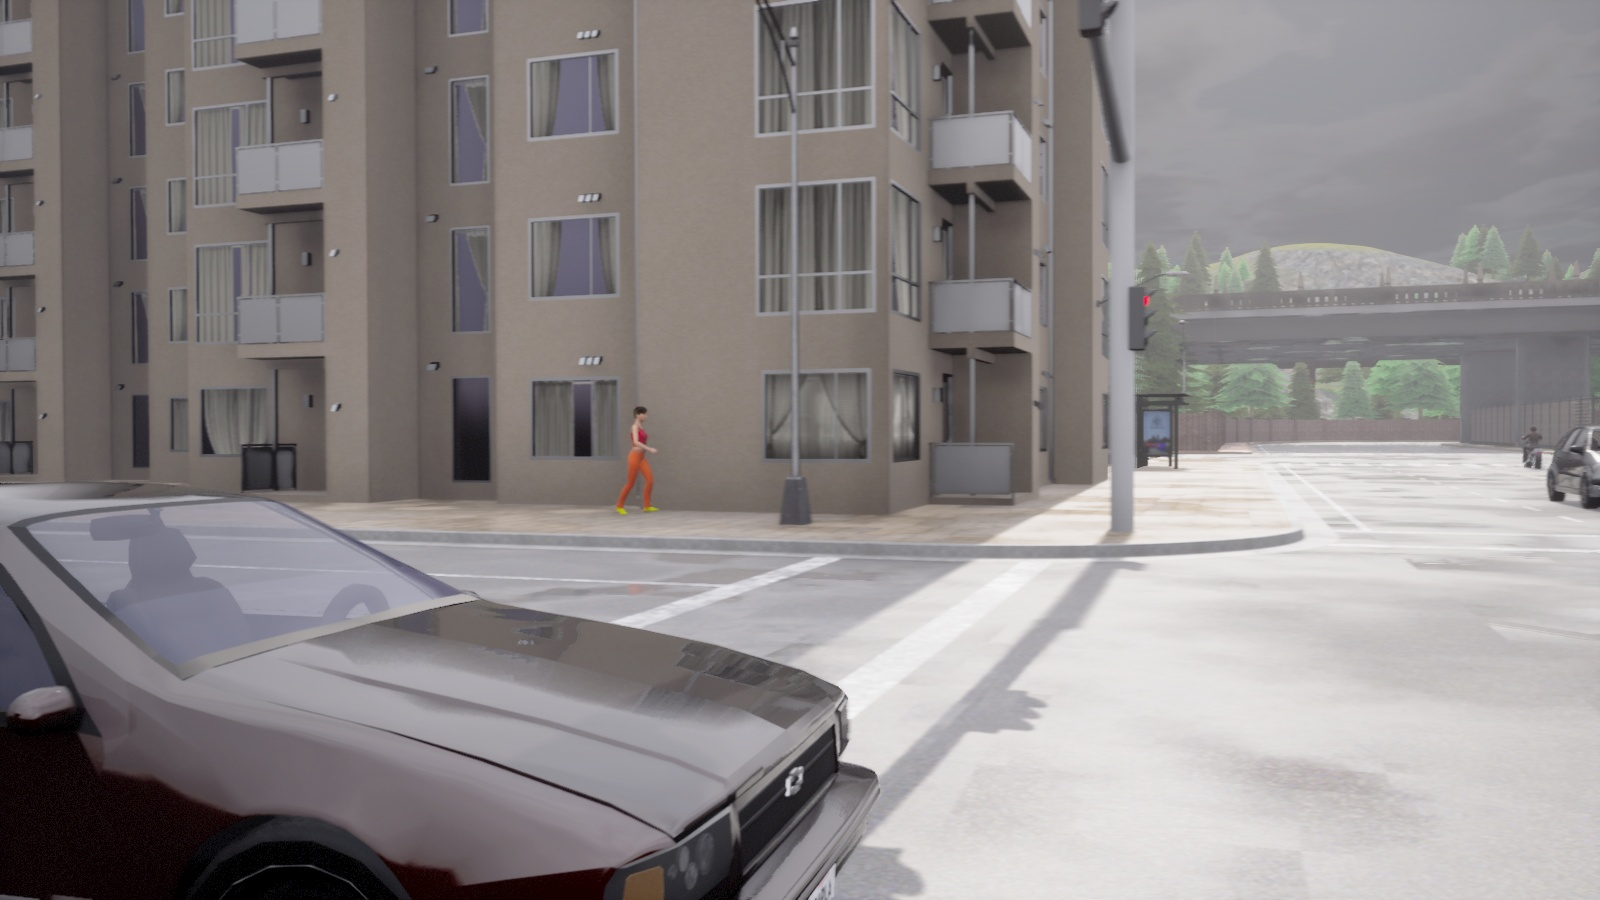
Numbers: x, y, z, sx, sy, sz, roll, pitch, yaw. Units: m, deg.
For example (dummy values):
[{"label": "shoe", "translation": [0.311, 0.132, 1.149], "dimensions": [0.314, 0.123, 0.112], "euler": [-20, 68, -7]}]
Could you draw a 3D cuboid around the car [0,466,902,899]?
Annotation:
[{"label": "car", "translation": [-2.501, 0.798, 4.149], "dimensions": [5.357, 1.411, 2.033], "euler": [0, 1, 16]}]

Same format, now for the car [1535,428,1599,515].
[{"label": "car", "translation": [16.194, 0.384, 25.077], "dimensions": [1.851, 1.617, 3.988], "euler": [1, 1, 19]}]

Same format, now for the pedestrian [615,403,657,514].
[{"label": "pedestrian", "translation": [-2.758, 0.137, 21.113], "dimensions": [0.594, 1.836, 0.345], "euler": [1, 1, 18]}]

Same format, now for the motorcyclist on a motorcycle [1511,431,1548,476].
[{"label": "motorcyclist on a motorcycle", "translation": [27.866, 0.113, 47.981], "dimensions": [0.766, 1.649, 2.350], "euler": [1, 1, 19]}]
